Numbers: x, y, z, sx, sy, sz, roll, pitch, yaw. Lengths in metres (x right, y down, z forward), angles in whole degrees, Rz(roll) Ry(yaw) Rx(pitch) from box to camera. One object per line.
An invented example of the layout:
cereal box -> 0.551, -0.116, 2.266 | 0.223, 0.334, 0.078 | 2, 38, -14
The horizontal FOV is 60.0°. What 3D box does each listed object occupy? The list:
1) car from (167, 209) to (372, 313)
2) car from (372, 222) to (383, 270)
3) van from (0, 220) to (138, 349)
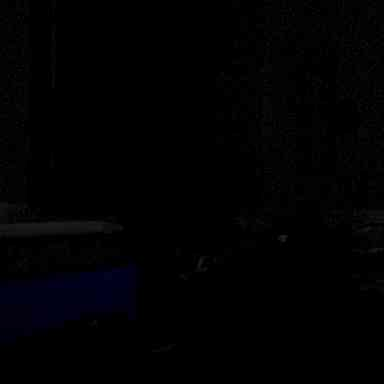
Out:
car -> 1.875, 1.374, 7.982 | 5.009, 1.841, 2.192 | 1, 0, -35
car -> 6.495, 1.697, 11.277 | 4.206, 1.307, 1.802 | 1, 0, -35
van -> -2.748, 1.345, 4.687 | 3.998, 1.788, 1.690 | 1, 0, -35
